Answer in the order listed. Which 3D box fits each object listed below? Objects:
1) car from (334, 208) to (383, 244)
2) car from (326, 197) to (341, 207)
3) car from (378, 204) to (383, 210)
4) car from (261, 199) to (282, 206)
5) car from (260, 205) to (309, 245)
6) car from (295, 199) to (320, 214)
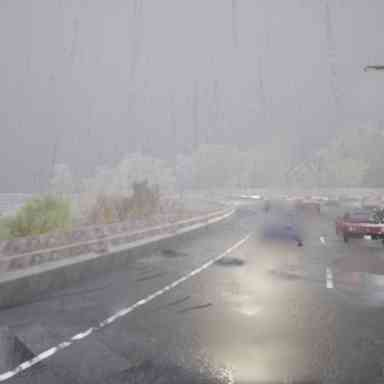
[{"bbox_3d":[8.096,1.621,16.149,1.895,1.301,4.718,0,0,18],"label":"car"},{"bbox_3d":[22.692,1.586,53.401,1.812,1.442,4.674,0,0,27],"label":"car"},{"bbox_3d":[13.452,1.525,22.249,2.128,1.511,4.902,0,0,15],"label":"car"},{"bbox_3d":[9.063,1.533,37.777,1.837,1.490,4.892,0,0,7],"label":"car"},{"bbox_3d":[4.367,1.560,15.856,2.033,1.411,5.357,0,0,18],"label":"car"},{"bbox_3d":[12.383,1.512,35.977,1.882,1.535,5.008,0,0,7],"label":"car"}]
